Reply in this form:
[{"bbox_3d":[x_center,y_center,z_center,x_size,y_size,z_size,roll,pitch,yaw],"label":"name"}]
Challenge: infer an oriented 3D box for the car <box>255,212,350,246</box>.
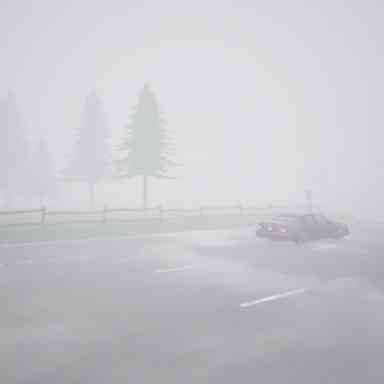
[{"bbox_3d":[5.495,1.713,16.266,5.357,1.411,2.033,1,0,-35],"label":"car"}]
